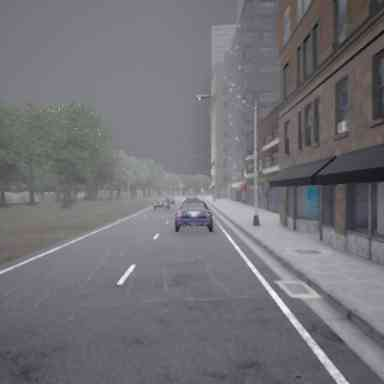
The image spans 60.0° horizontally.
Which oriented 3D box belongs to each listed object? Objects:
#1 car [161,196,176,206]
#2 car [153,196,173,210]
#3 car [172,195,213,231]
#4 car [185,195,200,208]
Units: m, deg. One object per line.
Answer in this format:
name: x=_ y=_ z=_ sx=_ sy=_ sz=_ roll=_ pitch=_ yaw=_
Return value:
car: x=-3.472 y=1.247 z=49.814 sx=1.895 sy=1.301 sz=4.718 roll=0 pitch=1 yaw=0
car: x=-3.478 y=1.308 z=39.346 sx=2.033 sy=1.411 sz=5.357 roll=0 pitch=1 yaw=0
car: x=0.109 y=1.250 z=19.970 sx=2.097 sy=1.767 sz=4.553 roll=0 pitch=0 yaw=0
car: x=0.071 y=1.208 z=43.983 sx=1.837 sy=1.490 sz=4.892 roll=0 pitch=1 yaw=1
